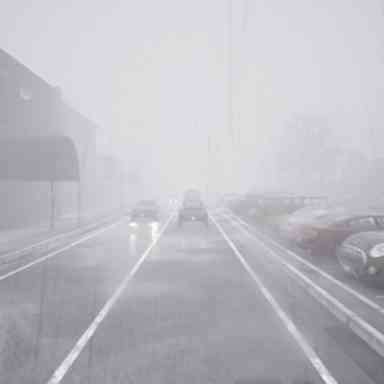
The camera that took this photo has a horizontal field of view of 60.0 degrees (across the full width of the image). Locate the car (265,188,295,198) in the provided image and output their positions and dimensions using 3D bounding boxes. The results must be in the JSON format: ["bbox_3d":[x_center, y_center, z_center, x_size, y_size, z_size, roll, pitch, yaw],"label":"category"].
[{"bbox_3d":[18.767,0.186,71.080,5.566,2.045,2.435,0,1,0],"label":"car"}]

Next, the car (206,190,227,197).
[{"bbox_3d":[5.632,0.351,76.586,4.674,1.452,2.002,0,1,0],"label":"car"}]

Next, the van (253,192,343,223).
[{"bbox_3d":[6.163,1.136,19.738,4.442,1.987,1.878,0,1,0],"label":"van"}]

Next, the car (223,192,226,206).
[{"bbox_3d":[6.007,1.072,33.746,5.008,1.535,2.097,0,1,0],"label":"car"}]

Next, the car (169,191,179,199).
[{"bbox_3d":[-3.607,0.513,65.852,2.128,1.511,4.902,0,1,0],"label":"car"}]

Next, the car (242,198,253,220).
[{"bbox_3d":[6.043,1.349,22.448,4.674,1.452,2.002,0,1,0],"label":"car"}]

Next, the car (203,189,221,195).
[{"bbox_3d":[5.537,-0.069,93.281,4.892,1.521,2.231,0,1,0],"label":"car"}]

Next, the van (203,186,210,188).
[{"bbox_3d":[5.470,-0.108,85.051,4.442,1.987,1.878,0,1,0],"label":"van"}]

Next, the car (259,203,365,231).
[{"bbox_3d":[6.057,1.439,16.784,4.674,1.452,2.002,0,0,0],"label":"car"}]

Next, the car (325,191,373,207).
[{"bbox_3d":[18.545,0.827,39.461,4.553,1.767,2.185,0,1,0],"label":"car"}]

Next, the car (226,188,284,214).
[{"bbox_3d":[5.998,0.939,28.091,5.566,2.045,2.435,0,1,0],"label":"car"}]

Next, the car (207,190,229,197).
[{"bbox_3d":[5.673,0.404,73.804,4.792,1.488,2.163,0,1,0],"label":"car"}]

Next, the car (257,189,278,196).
[{"bbox_3d":[18.649,0.058,82.220,4.553,1.767,2.185,0,1,0],"label":"car"}]

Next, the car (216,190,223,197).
[{"bbox_3d":[6.013,0.865,45.049,4.792,1.488,2.163,0,1,0],"label":"car"}]

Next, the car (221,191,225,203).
[{"bbox_3d":[6.190,1.010,36.573,5.366,1.575,1.946,0,1,0],"label":"car"}]

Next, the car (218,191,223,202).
[{"bbox_3d":[5.993,0.935,42.223,4.674,1.452,2.002,0,1,0],"label":"car"}]

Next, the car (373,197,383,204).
[{"bbox_3d":[18.573,1.216,28.297,4.792,1.488,2.163,0,1,0],"label":"car"}]

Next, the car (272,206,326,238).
[{"bbox_3d":[6.059,1.453,13.949,4.674,1.452,2.002,0,0,0],"label":"car"}]

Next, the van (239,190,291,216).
[{"bbox_3d":[6.150,1.024,25.268,4.442,1.987,1.878,0,1,0],"label":"van"}]

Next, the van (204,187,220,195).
[{"bbox_3d":[5.441,-0.232,90.492,4.442,1.987,1.878,0,1,0],"label":"van"}]

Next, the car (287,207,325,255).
[{"bbox_3d":[6.063,1.422,11.123,5.008,1.535,2.097,0,0,0],"label":"car"}]

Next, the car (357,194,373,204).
[{"bbox_3d":[18.603,1.131,30.995,4.892,1.521,2.231,0,1,0],"label":"car"}]

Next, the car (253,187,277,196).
[{"bbox_3d":[18.694,-0.135,85.126,5.566,2.045,2.435,0,1,0],"label":"car"}]

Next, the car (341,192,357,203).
[{"bbox_3d":[18.578,1.009,36.765,5.008,1.535,2.097,0,1,0],"label":"car"}]

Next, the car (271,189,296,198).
[{"bbox_3d":[18.722,0.375,68.298,4.553,1.767,2.185,0,1,0],"label":"car"}]

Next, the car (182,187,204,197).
[{"bbox_3d":[-0.043,0.721,41.475,2.150,2.045,5.566,0,1,0],"label":"car"}]

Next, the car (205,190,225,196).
[{"bbox_3d":[5.594,0.185,82.151,4.892,1.521,2.231,0,1,0],"label":"car"}]

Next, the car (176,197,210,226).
[{"bbox_3d":[0.067,1.310,21.966,2.128,1.511,4.902,0,1,0],"label":"car"}]

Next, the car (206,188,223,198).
[{"bbox_3d":[5.687,0.539,68.381,4.674,1.452,2.002,1,1,0],"label":"car"}]

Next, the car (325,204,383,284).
[{"bbox_3d":[6.107,1.306,8.297,4.553,1.767,2.185,0,0,0],"label":"car"}]

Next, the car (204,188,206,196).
[{"bbox_3d":[5.473,0.435,71.020,5.366,1.575,1.946,0,1,0],"label":"car"}]

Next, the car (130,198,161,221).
[{"bbox_3d":[-3.393,1.282,25.046,1.837,1.490,4.892,0,1,0],"label":"car"}]
